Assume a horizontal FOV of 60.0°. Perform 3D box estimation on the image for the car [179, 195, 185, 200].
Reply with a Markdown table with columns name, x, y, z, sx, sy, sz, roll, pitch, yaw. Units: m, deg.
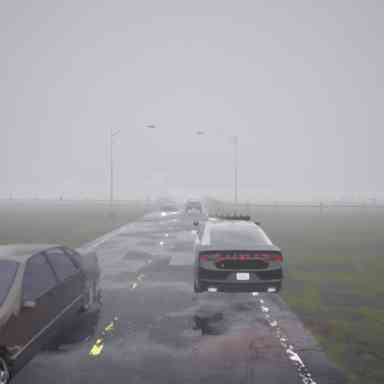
| name | x | y | z | sx | sy | sz | roll | pitch | yaw |
| --- | --- | --- | --- | --- | --- | --- | --- | --- | --- |
| car | -2.471 | 1.475 | 82.931 | 1.837 | 1.490 | 4.892 | 0 | 0 | 0 |

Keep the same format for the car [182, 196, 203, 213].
| name | x | y | z | sx | sy | sz | roll | pitch | yaw |
| --- | --- | --- | --- | --- | --- | --- | --- | --- | --- |
| car | 0.197 | 1.499 | 37.228 | 1.837 | 1.490 | 4.892 | 0 | 0 | 0 |

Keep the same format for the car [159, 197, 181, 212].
| name | x | y | z | sx | sy | sz | roll | pitch | yaw |
| --- | --- | --- | --- | --- | --- | --- | --- | --- | --- |
| car | -2.623 | 1.558 | 38.088 | 1.994 | 1.385 | 4.181 | 0 | 0 | 0 |

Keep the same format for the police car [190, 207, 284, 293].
| name | x | y | z | sx | sy | sz | roll | pitch | yaw |
| --- | --- | --- | --- | --- | --- | --- | --- | --- | --- |
| police car | 0.992 | 1.425 | 9.009 | 1.930 | 1.638 | 5.238 | 0 | 0 | 0 |

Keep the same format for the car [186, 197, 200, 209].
| name | x | y | z | sx | sy | sz | roll | pitch | yaw |
| --- | --- | --- | --- | --- | --- | --- | --- | --- | --- |
| car | 0.186 | 1.516 | 47.397 | 1.812 | 1.442 | 4.674 | 0 | 0 | 1 |

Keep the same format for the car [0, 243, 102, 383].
| name | x | y | z | sx | sy | sz | roll | pitch | yaw |
| --- | --- | --- | --- | --- | --- | --- | --- | --- | --- |
| car | -2.835 | 1.547 | 4.911 | 2.033 | 1.411 | 5.357 | 0 | 0 | 0 |
